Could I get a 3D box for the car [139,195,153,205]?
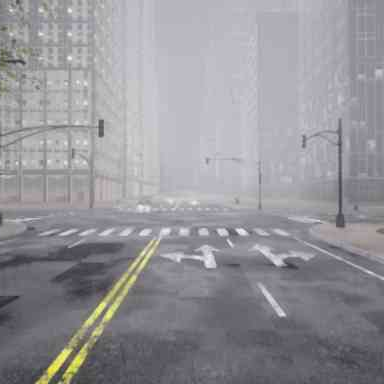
[{"bbox_3d":[-7.113,1.244,51.612,2.128,1.511,4.902,0,0,-1],"label":"car"}]
